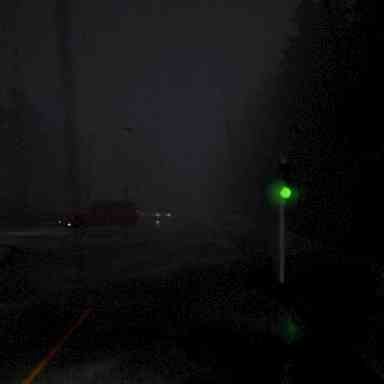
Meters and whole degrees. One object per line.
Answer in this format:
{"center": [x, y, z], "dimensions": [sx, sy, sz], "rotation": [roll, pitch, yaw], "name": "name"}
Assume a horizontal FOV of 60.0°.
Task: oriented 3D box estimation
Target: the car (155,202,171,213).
{"center": [-3.987, 2.112, 46.604], "dimensions": [1.812, 1.442, 4.674], "rotation": [0, -1, 0], "name": "car"}

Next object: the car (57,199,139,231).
{"center": [-6.354, 1.565, 23.177], "dimensions": [5.566, 2.045, 2.150], "rotation": [0, 3, -40], "name": "car"}
